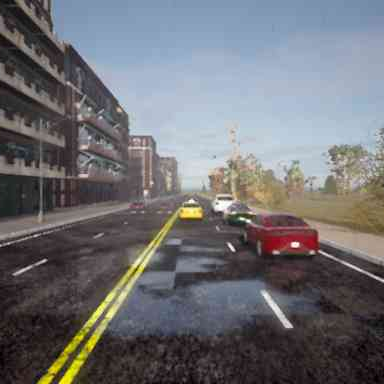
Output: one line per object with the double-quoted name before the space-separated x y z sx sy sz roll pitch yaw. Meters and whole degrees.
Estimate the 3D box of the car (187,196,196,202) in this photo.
"car" -0.021 1.709 81.660 2.128 1.511 4.902 0 0 0

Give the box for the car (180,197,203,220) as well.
"car" -0.048 1.512 28.192 1.801 1.575 5.366 0 0 0

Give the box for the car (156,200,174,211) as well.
"car" -3.350 1.650 41.720 1.994 1.385 4.181 0 0 0

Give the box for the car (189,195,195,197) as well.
"car" 0.022 1.506 69.250 2.097 1.767 4.553 0 0 0

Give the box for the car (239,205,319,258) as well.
"car" 3.246 1.503 12.935 1.882 1.535 5.008 0 0 0

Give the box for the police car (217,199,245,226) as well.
"police car" 3.243 1.553 23.936 2.038 1.542 4.974 0 0 0

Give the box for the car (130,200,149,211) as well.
"car" -6.598 1.651 42.114 1.994 1.385 4.181 0 0 0

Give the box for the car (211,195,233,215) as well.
"car" 3.241 1.293 34.967 2.150 2.045 5.566 0 0 0
